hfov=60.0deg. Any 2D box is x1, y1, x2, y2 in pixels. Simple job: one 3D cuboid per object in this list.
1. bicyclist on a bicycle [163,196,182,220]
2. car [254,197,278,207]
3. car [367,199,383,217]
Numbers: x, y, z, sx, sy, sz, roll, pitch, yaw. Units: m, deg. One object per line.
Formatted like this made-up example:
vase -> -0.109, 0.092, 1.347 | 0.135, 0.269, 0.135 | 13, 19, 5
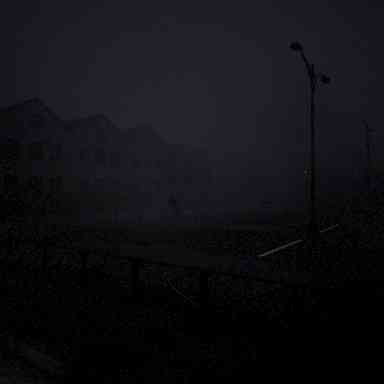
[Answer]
bicyclist on a bicycle -> -1.376, 1.109, 23.031 | 1.656, 1.620, 0.582 | 0, 0, 35
car -> 10.440, 1.356, 46.668 | 2.033, 1.411, 5.357 | 0, 0, 32
car -> 15.442, 1.298, 26.798 | 2.007, 1.523, 4.514 | 0, 0, 35
